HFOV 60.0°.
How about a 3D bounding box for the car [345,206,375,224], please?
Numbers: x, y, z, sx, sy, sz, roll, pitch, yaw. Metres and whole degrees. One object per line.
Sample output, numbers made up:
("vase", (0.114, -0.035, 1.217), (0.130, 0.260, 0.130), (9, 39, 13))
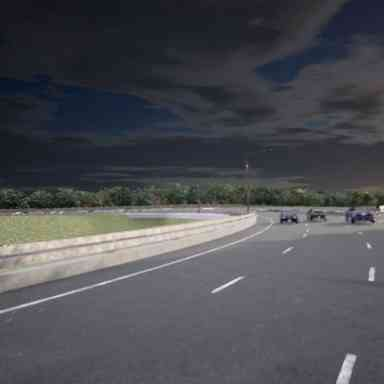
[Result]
("car", (17.167, 2.266, 34.292), (2.097, 1.767, 4.553), (-2, -2, 16))

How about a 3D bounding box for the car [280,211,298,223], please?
("car", (11.051, 2.859, 38.090), (1.895, 1.301, 4.718), (-2, -2, 14))

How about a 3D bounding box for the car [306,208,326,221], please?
("car", (15.220, 2.751, 40.894), (1.837, 1.490, 4.892), (-2, -2, 12))
